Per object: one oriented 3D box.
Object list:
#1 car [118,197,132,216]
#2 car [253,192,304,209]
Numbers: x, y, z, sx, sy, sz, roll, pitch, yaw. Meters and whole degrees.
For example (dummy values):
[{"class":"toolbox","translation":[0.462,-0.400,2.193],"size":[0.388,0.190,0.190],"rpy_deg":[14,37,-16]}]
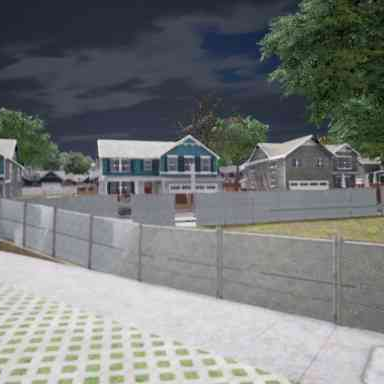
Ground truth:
[{"class":"car","translation":[-4.231,1.038,22.967],"size":[4.181,1.385,1.994],"rpy_deg":[-2,0,-18]},{"class":"car","translation":[6.320,0.744,26.327],"size":[5.357,1.411,2.033],"rpy_deg":[-2,0,-17]}]
